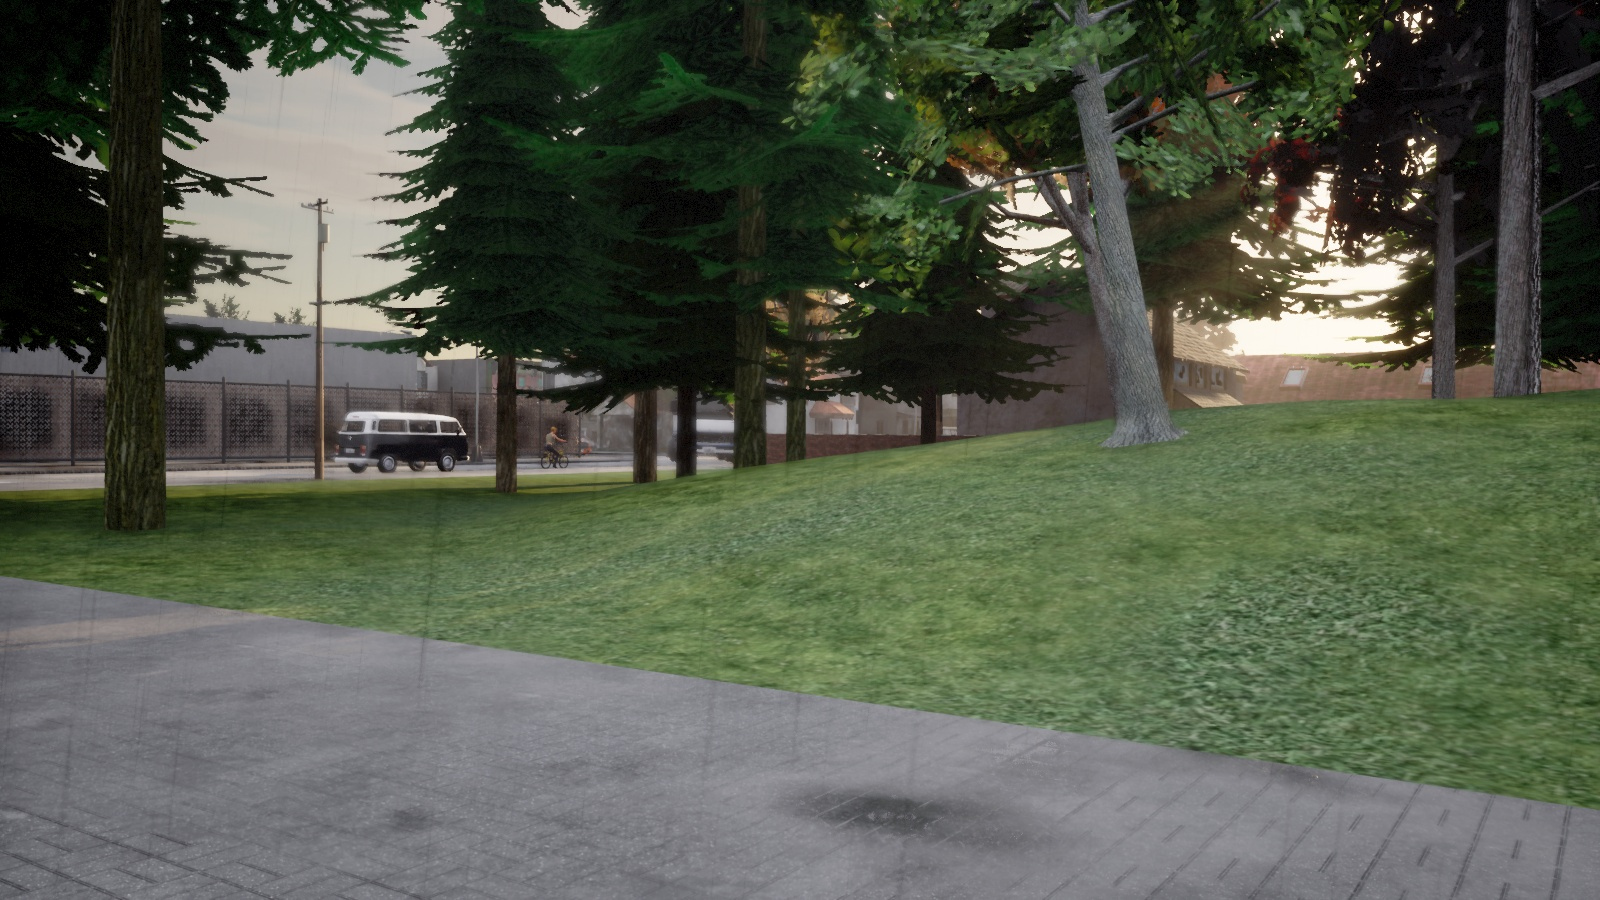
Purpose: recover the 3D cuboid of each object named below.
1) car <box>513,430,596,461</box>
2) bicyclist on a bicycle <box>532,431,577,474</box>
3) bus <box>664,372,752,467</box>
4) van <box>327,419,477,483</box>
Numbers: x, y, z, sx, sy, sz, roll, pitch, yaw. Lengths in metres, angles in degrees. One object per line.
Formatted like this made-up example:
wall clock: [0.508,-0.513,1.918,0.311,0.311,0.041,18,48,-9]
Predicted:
car: [-14.282,-0.279,73.106,4.553,1.767,2.097,0,1,34]
bicyclist on a bicycle: [-9.428,0.094,48.303,0.866,1.612,1.509,0,1,33]
bus: [-4.697,-1.452,62.244,3.944,4.253,10.273,1,1,-6]
van: [-13.355,-0.003,42.402,2.069,2.038,4.480,0,1,34]
